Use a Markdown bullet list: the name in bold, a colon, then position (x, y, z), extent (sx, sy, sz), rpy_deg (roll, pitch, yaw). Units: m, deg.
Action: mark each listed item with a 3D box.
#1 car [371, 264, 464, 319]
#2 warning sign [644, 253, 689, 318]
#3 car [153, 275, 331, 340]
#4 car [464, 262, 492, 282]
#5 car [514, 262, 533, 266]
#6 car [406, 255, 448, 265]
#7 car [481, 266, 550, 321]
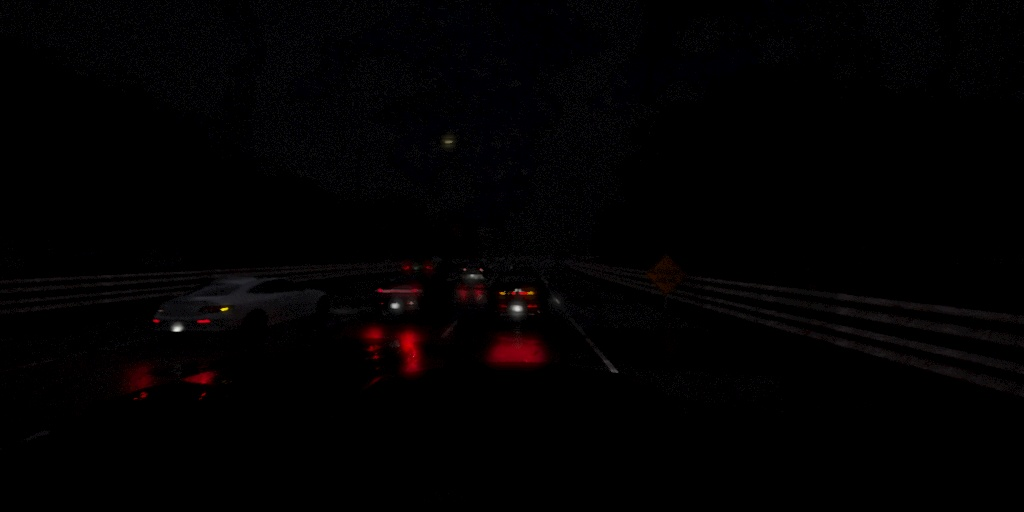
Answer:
- **car**: position (-3.259, 1.211, 12.665), extent (2.128, 1.511, 4.902), rpy_deg (0, 0, 2)
- **warning sign**: position (4.653, 0.848, 10.877), extent (1.300, 1.860, 1.060), rpy_deg (0, 0, 1)
- **car**: position (-6.849, 1.247, 9.725), extent (1.812, 1.442, 4.674), rpy_deg (0, 0, 2)
- **car**: position (-2.631, 1.192, 27.781), extent (2.128, 1.511, 4.902), rpy_deg (0, 0, 4)
- **car**: position (0.872, 1.211, 27.711), extent (1.837, 1.490, 4.892), rpy_deg (0, 1, 4)
- **car**: position (-6.202, 0.921, 26.814), extent (2.150, 2.045, 5.566), rpy_deg (0, 0, 3)
- **car**: position (0.228, 1.227, 12.220), extent (1.837, 1.490, 4.892), rpy_deg (0, -1, 2)
